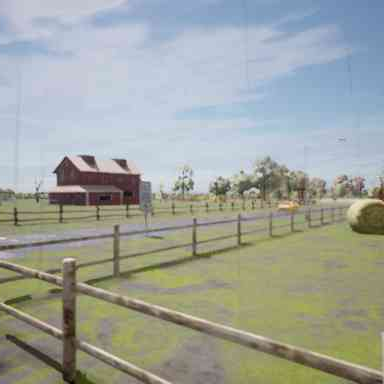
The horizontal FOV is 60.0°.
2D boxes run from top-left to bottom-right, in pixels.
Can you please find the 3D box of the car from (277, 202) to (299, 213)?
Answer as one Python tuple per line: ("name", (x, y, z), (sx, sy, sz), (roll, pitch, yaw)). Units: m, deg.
("car", (14.375, 2.233, 49.670), (1.882, 1.535, 5.008), (-1, -1, 36))
